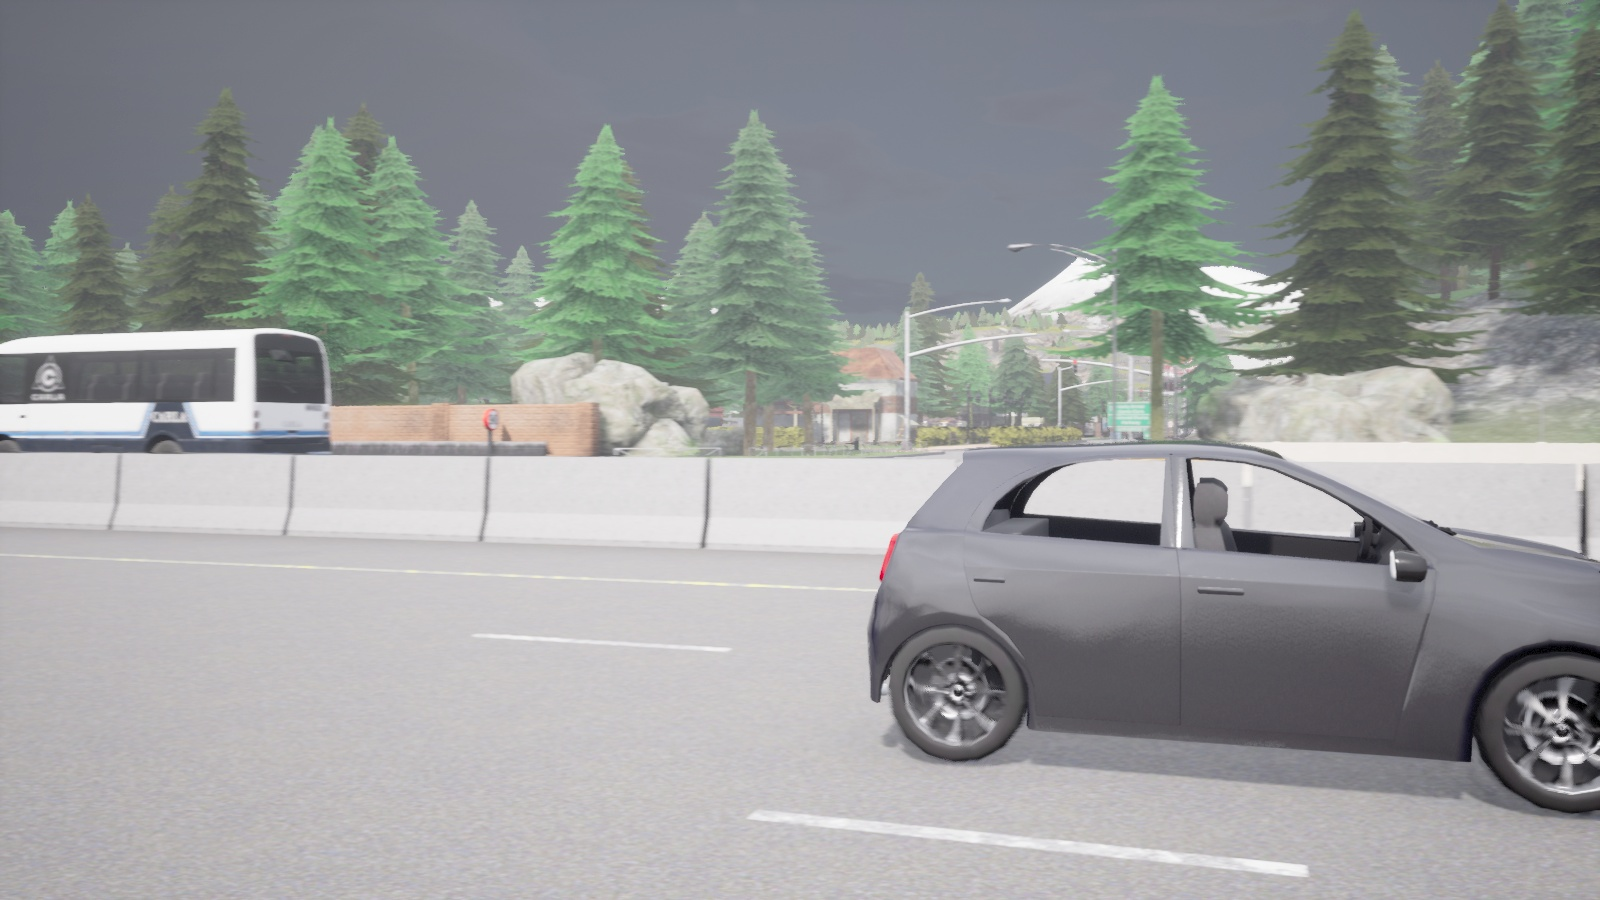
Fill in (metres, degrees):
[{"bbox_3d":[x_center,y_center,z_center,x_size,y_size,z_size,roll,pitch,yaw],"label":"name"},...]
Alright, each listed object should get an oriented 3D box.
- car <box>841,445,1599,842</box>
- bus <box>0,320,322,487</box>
[{"bbox_3d":[2.210,0.750,6.142,3.633,1.501,1.845,1,1,19],"label":"car"},{"bbox_3d":[-19.091,-1.267,35.443,10.273,4.253,3.944,1,1,19],"label":"bus"}]
